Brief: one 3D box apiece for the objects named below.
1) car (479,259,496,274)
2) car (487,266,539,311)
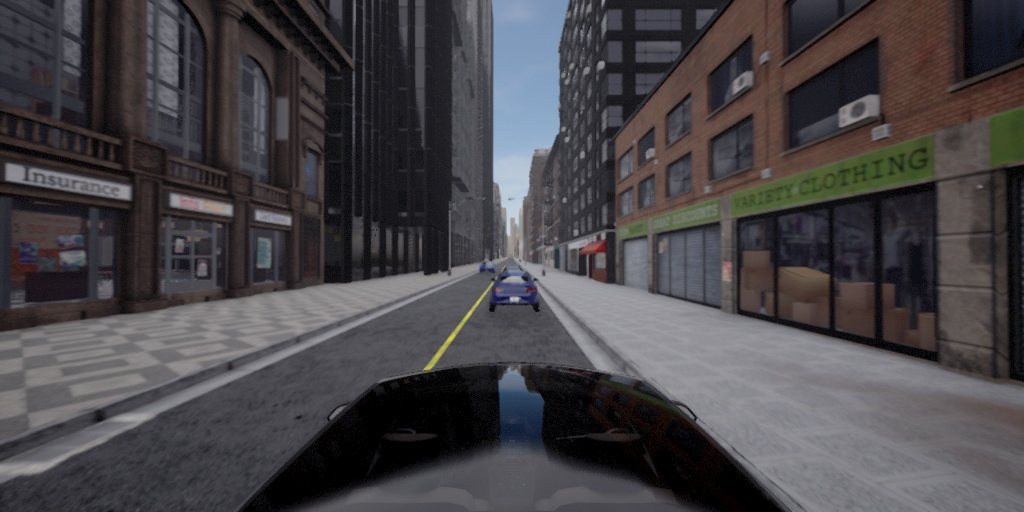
[{"bbox_3d":[-3.079,1.393,45.093,1.882,1.535,5.008,0,0,0],"label":"car"},{"bbox_3d":[0.092,1.322,14.627,1.812,1.442,4.674,0,0,0],"label":"car"}]
